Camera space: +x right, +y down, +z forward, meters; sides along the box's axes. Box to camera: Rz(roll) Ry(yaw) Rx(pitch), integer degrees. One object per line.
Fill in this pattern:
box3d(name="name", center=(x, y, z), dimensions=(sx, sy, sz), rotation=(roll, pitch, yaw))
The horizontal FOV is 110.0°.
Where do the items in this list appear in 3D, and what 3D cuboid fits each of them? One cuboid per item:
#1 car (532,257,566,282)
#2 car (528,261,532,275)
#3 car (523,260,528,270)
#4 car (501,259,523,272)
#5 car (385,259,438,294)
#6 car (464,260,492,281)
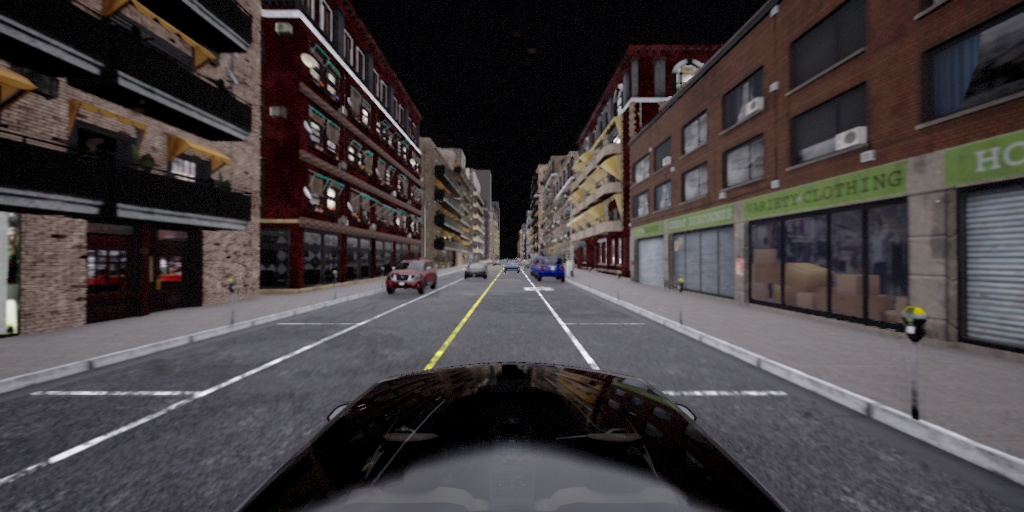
box3d(name="car", center=(3.105, 1.064, 30.005), dimensions=(2.150, 2.045, 5.566), rotation=(0, 0, 0))
box3d(name="car", center=(3.105, 1.085, 37.005), dimensions=(2.150, 2.045, 5.566), rotation=(0, 0, 0))
box3d(name="car", center=(2.687, 1.460, 54.792), dimensions=(2.007, 1.370, 4.403), rotation=(0, 0, 0))
box3d(name="car", center=(0.000, 1.278, 46.253), dimensions=(2.033, 1.411, 5.357), rotation=(0, 0, 0))
box3d(name="car", center=(-5.693, 1.123, 20.979), dimensions=(2.192, 1.841, 5.009), rotation=(0, 0, 0))
box3d(name="car", center=(-3.100, 1.319, 31.973), dimensions=(1.882, 1.535, 5.008), rotation=(0, 0, 0))
